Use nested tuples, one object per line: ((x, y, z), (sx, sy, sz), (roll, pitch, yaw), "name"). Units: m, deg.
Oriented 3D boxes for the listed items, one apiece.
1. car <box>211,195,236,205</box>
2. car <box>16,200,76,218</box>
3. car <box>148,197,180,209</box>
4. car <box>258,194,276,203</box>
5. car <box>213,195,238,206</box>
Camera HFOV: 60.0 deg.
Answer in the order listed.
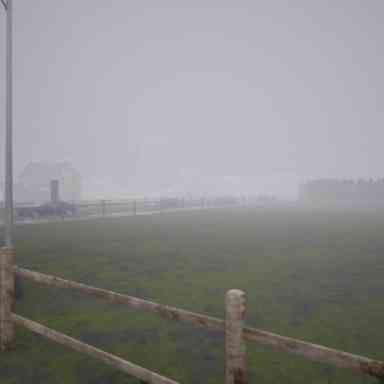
((5.226, 1.298, 53.865), (1.837, 1.490, 4.892), (-1, -1, 35), "car")
((-12.379, 1.408, 28.417), (1.882, 1.535, 5.008), (-1, 0, 35), "car")
((-3.394, 1.354, 41.468), (2.128, 1.511, 4.902), (-1, 0, 34), "car")
((13.892, 1.063, 61.420), (2.097, 1.767, 4.553), (-1, 0, 36), "car")
((5.160, 1.353, 48.709), (1.994, 1.385, 4.181), (-1, 0, 35), "car")
